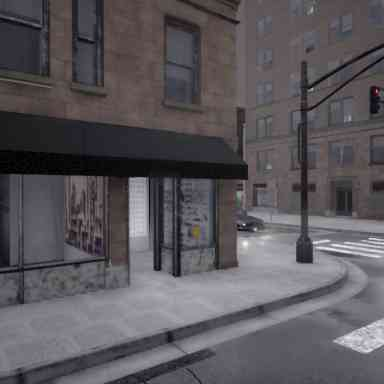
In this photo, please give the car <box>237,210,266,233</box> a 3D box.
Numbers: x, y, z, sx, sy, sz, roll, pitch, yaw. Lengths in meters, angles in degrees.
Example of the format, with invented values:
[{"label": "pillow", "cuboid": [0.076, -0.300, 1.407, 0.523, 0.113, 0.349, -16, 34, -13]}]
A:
[{"label": "car", "cuboid": [1.721, 1.539, 19.321, 2.033, 1.411, 5.357, 0, 0, -36]}]
